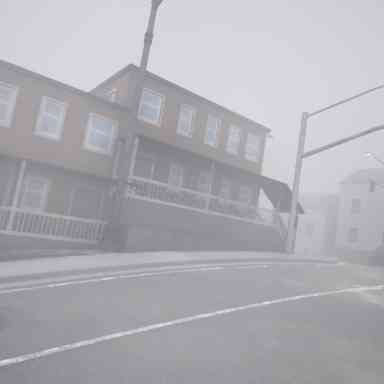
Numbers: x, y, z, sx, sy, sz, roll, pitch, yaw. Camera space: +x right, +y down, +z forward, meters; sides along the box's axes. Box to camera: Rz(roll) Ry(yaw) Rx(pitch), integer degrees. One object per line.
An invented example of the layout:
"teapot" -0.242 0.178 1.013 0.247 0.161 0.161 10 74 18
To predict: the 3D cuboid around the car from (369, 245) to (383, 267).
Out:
"car" 14.292 4.416 21.971 2.097 1.767 4.553 12 -8 -23
